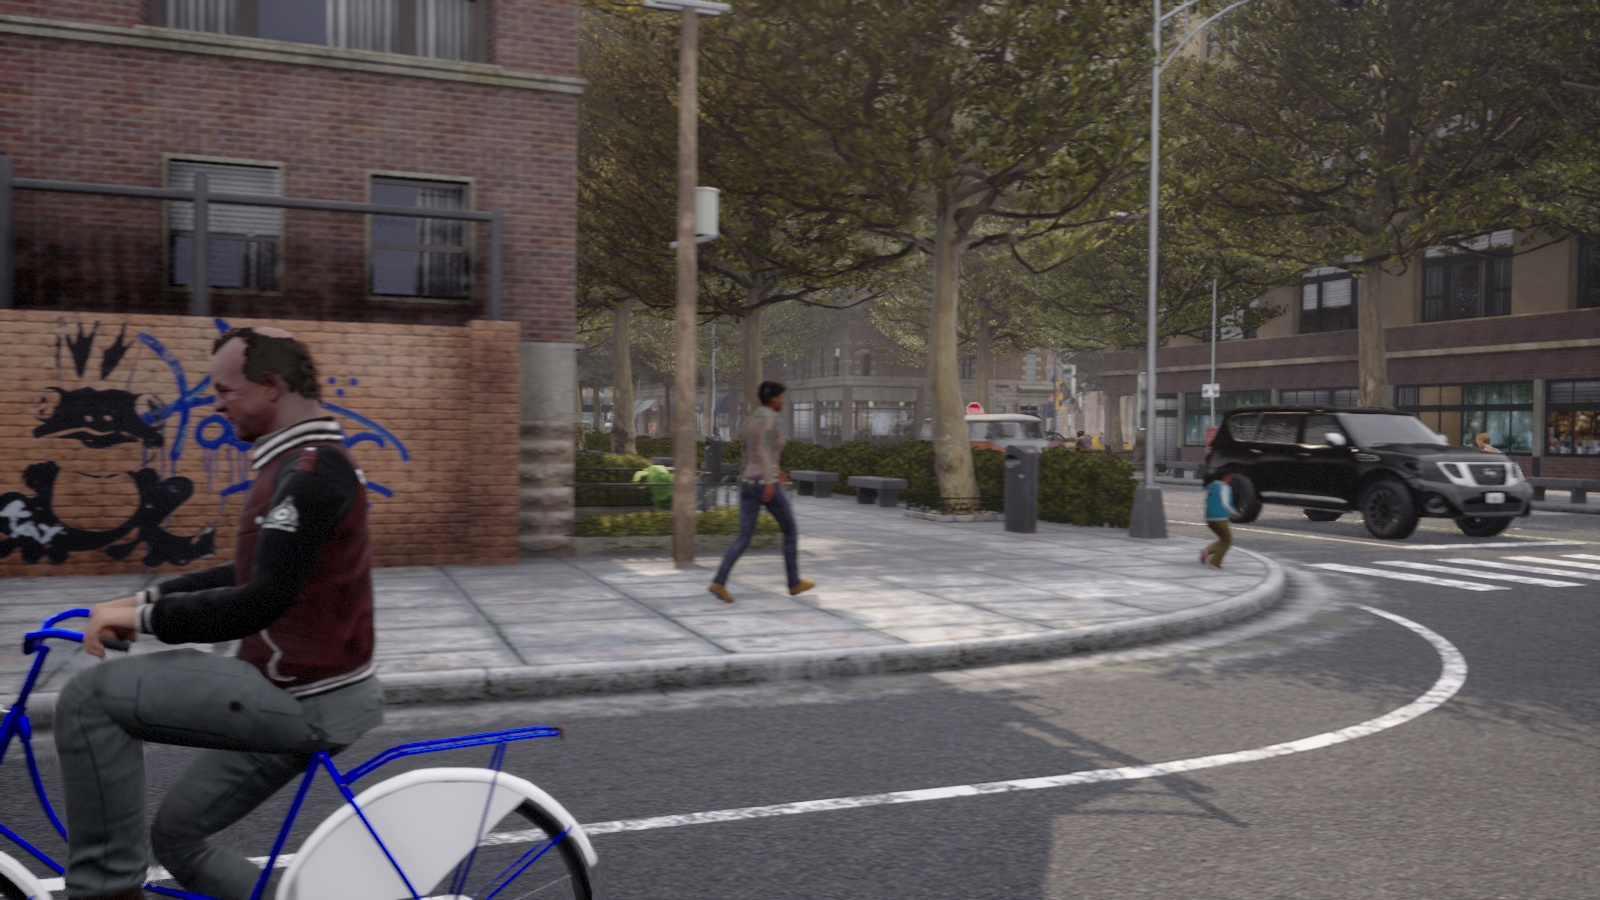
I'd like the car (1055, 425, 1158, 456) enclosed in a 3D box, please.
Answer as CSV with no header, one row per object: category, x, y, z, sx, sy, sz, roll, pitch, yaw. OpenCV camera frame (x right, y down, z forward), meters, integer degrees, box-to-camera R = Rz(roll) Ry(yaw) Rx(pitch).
car,16.741,-0.539,68.552,5.366,1.575,1.801,-1,1,-22

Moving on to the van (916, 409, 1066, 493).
van,4.762,-0.013,31.988,1.775,1.987,4.442,-1,1,-21

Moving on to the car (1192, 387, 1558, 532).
car,9.136,0.090,20.654,2.150,2.045,5.566,-1,1,-21

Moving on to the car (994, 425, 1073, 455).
car,13.192,-0.581,70.895,3.988,1.617,1.851,-1,1,-22

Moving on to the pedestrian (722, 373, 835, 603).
pedestrian,-0.169,0.292,10.237,0.869,1.805,0.328,-1,1,-34

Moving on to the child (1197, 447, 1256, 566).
child,4.401,0.575,12.965,0.448,1.192,0.343,-1,1,-17

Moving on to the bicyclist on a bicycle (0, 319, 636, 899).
bicyclist on a bicycle,-1.341,0.639,2.729,1.843,1.776,0.659,-1,1,-21

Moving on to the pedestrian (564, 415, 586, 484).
pedestrian,-6.050,-0.026,33.769,0.370,1.835,0.726,-1,1,-27
